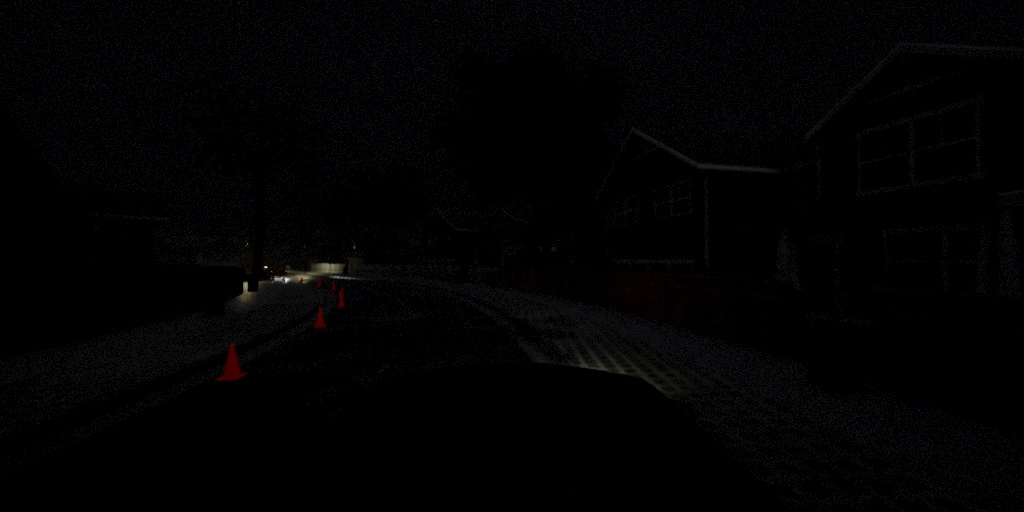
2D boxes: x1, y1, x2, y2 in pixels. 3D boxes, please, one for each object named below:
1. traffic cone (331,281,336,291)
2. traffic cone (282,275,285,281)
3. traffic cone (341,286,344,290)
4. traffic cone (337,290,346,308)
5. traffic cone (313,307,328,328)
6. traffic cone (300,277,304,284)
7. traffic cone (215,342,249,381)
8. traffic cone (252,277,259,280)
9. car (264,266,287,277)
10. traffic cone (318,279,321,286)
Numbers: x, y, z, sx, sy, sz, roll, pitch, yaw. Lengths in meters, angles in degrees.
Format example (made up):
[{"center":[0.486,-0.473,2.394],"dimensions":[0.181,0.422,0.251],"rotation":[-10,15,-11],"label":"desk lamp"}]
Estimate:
[{"center":[-11.680,1.961,23.491],"dimensions":[0.340,0.580,0.340],"rotation":[0,0,-35],"label":"traffic cone"},{"center":[-21.613,2.100,33.954],"dimensions":[0.340,0.580,0.340],"rotation":[0,0,43],"label":"traffic cone"},{"center":[-9.211,1.915,19.478],"dimensions":[0.340,0.580,0.340],"rotation":[0,0,-28],"label":"traffic cone"},{"center":[-7.221,1.868,15.207],"dimensions":[0.340,0.580,0.340],"rotation":[0,0,-22],"label":"traffic cone"},{"center":[-5.736,1.823,10.736],"dimensions":[0.340,0.580,0.340],"rotation":[0,0,-15],"label":"traffic cone"},{"center":[-17.939,2.053,30.563],"dimensions":[0.340,0.580,0.340],"rotation":[0,0,43],"label":"traffic cone"},{"center":[-4.775,1.776,6.123],"dimensions":[0.340,0.580,0.340],"rotation":[0,0,-8],"label":"traffic cone"},{"center":[-28.961,2.194,40.736],"dimensions":[0.340,0.580,0.340],"rotation":[0,0,43],"label":"traffic cone"},{"center":[-28.703,1.858,43.149],"dimensions":[4.718,1.301,1.895],"rotation":[-1,-1,42],"label":"car"},{"center":[-14.594,2.007,27.193],"dimensions":[0.340,0.580,0.340],"rotation":[0,0,-42],"label":"traffic cone"}]
